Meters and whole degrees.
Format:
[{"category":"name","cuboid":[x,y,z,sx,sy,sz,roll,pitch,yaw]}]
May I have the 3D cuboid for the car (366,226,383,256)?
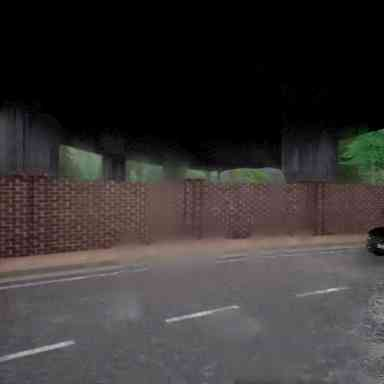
[{"category":"car","cuboid":[8.187,1.414,11.086,5.008,1.535,1.882,0,0,-19]}]
